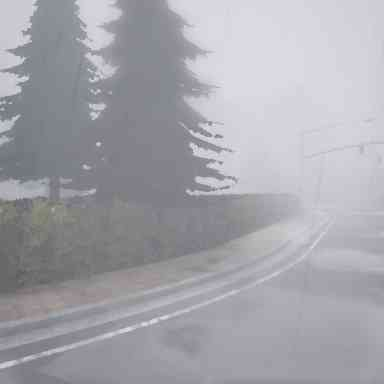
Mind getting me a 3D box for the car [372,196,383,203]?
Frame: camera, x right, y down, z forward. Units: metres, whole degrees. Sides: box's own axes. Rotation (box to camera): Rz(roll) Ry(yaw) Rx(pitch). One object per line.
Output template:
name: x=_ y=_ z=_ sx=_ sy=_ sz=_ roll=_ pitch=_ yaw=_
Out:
car: x=38.057 y=1.474 z=68.245 sx=1.994 sy=1.385 sz=4.181 roll=0 pitch=0 yaw=27
